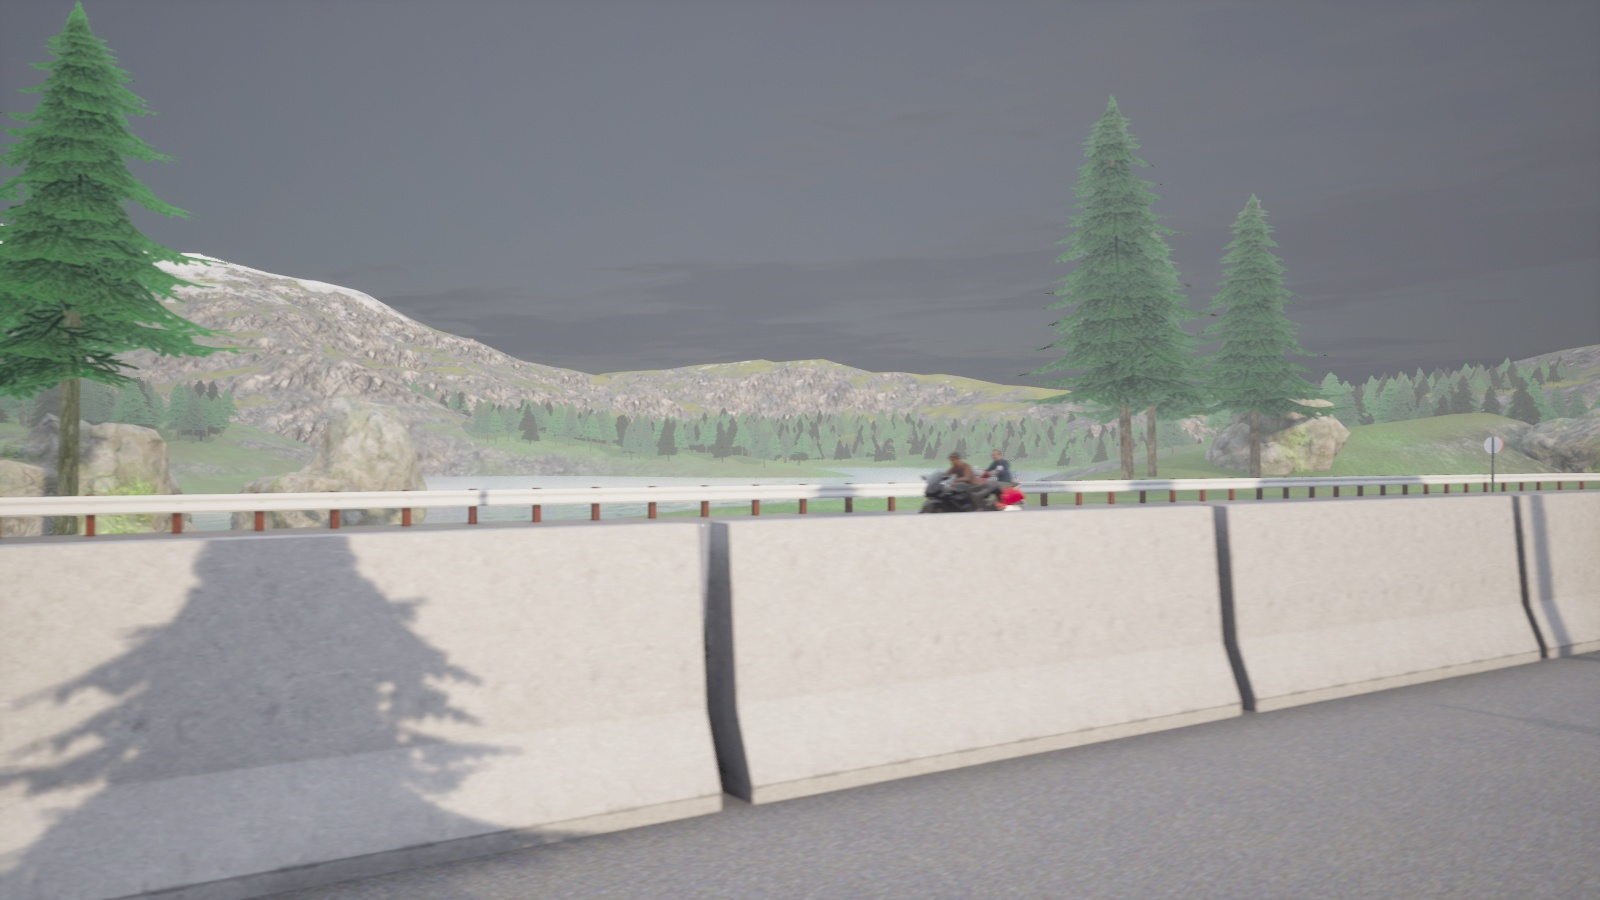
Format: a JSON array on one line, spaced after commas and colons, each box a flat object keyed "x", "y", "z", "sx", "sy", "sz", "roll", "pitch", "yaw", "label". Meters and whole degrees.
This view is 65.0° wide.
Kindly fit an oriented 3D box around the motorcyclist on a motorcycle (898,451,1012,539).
[{"x": 2.810, "y": 0.780, "z": 22.681, "sx": 2.044, "sy": 1.523, "sz": 0.797, "roll": 0, "pitch": 0, "yaw": -35, "label": "motorcyclist on a motorcycle"}]

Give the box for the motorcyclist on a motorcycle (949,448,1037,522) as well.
[{"x": 4.309, "y": 0.762, "z": 27.991, "sx": 1.817, "sy": 1.590, "sz": 0.866, "roll": 0, "pitch": 0, "yaw": -35, "label": "motorcyclist on a motorcycle"}]
